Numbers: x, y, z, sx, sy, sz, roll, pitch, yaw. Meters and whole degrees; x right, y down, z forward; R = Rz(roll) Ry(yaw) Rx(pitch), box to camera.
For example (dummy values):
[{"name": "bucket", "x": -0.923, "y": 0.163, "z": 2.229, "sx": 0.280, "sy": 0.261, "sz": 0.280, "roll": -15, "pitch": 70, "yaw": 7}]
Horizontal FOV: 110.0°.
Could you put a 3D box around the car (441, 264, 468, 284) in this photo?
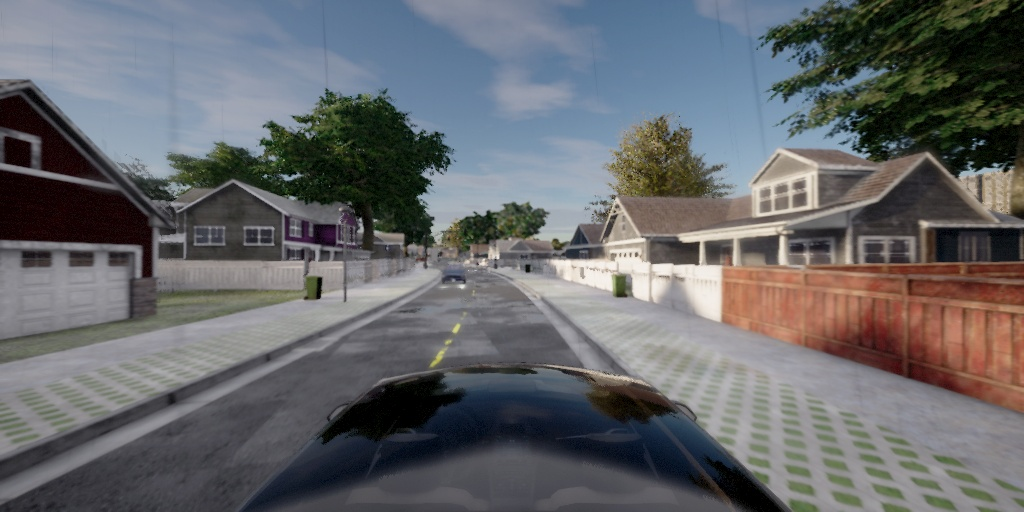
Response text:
[{"name": "car", "x": -4.518, "y": 1.371, "z": 28.461, "sx": 2.033, "sy": 1.411, "sz": 5.357, "roll": 0, "pitch": 0, "yaw": -7}]
